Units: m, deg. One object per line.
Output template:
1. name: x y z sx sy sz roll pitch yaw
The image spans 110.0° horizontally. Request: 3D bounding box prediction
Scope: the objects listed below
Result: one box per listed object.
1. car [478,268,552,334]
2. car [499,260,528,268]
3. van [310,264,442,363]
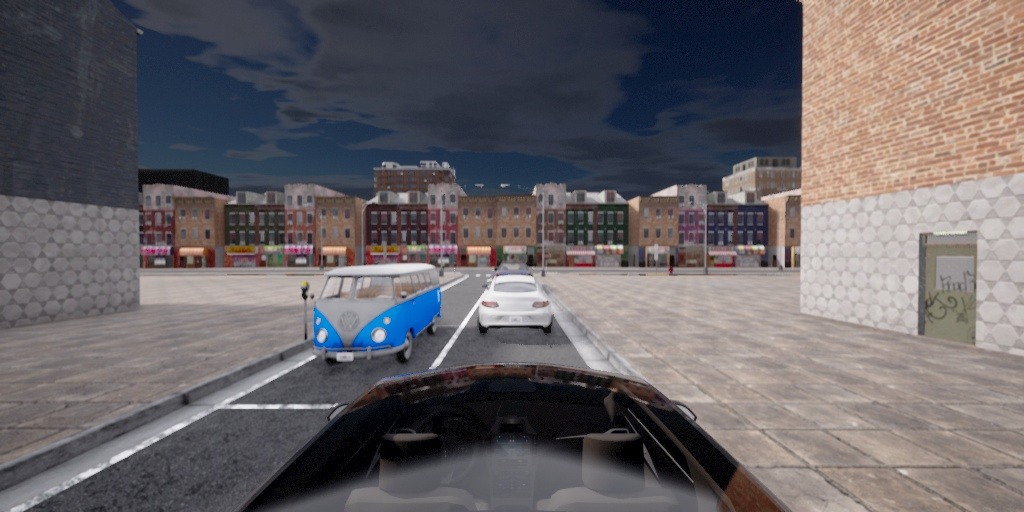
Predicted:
1. car: 0.084 1.246 10.348 1.812 1.442 4.674 0 0 0
2. car: 0.059 1.041 19.594 2.097 1.767 4.553 0 0 0
3. van: -2.651 1.069 7.789 1.690 1.789 3.998 0 0 0
